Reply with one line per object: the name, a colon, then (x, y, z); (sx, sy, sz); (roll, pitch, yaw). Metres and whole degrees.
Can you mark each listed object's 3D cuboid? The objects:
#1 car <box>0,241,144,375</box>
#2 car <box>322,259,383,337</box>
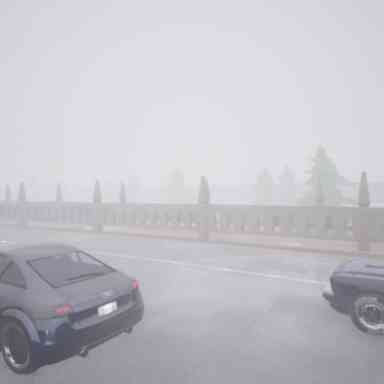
car: (-2.845, 1.558, 5.596); (4.181, 1.385, 1.994); (0, 0, 32)
car: (4.534, 1.569, 4.932); (4.718, 1.301, 1.895); (0, 0, 36)
